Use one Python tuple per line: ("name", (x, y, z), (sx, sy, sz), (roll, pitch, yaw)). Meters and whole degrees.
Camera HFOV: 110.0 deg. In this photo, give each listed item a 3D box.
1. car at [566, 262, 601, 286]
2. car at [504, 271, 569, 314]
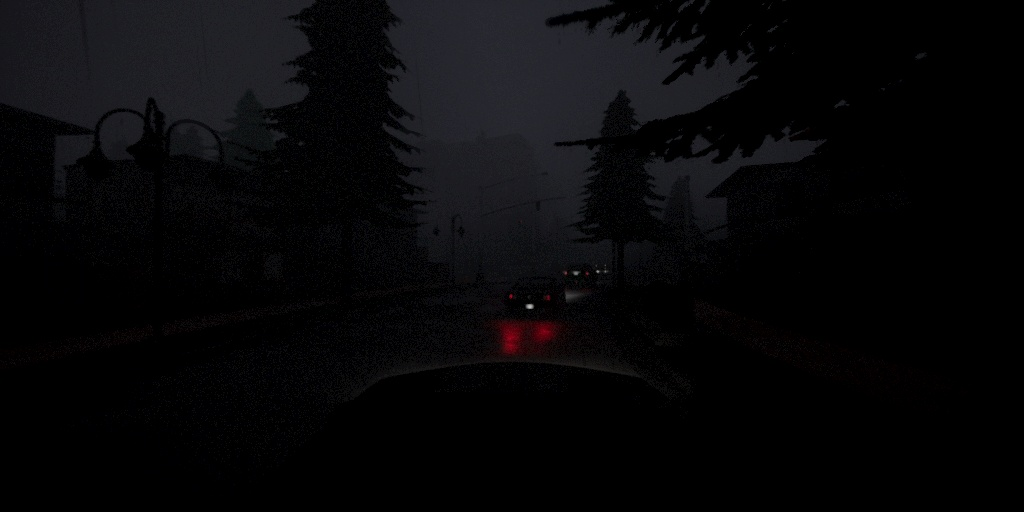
("car", (5.546, 1.373, 28.684), (2.097, 1.767, 4.553), (0, -1, 22))
("car", (1.104, 1.481, 14.585), (1.895, 1.301, 4.718), (0, -1, 13))
